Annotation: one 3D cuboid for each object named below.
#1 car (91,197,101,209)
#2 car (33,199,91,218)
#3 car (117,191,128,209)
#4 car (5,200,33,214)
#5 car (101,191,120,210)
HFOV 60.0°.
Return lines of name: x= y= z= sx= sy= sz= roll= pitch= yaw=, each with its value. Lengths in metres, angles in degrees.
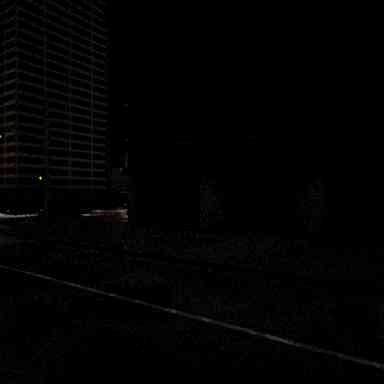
car: x=-12.762 y=1.491 z=35.904 sx=2.128 sy=1.511 sz=4.902 roll=0 pitch=0 yaw=35
car: x=-11.907 y=1.564 z=30.683 sx=1.994 sy=1.385 sz=4.181 roll=0 pitch=0 yaw=35
car: x=-6.798 y=1.221 z=44.384 sx=2.150 sy=2.045 sz=5.566 roll=0 pitch=0 yaw=36
car: x=-17.074 y=1.547 z=35.855 sx=2.033 sy=1.411 sz=5.357 roll=0 pitch=0 yaw=35
car: x=-10.946 y=1.221 z=44.578 sx=2.150 sy=2.045 sz=5.566 roll=0 pitch=0 yaw=35
